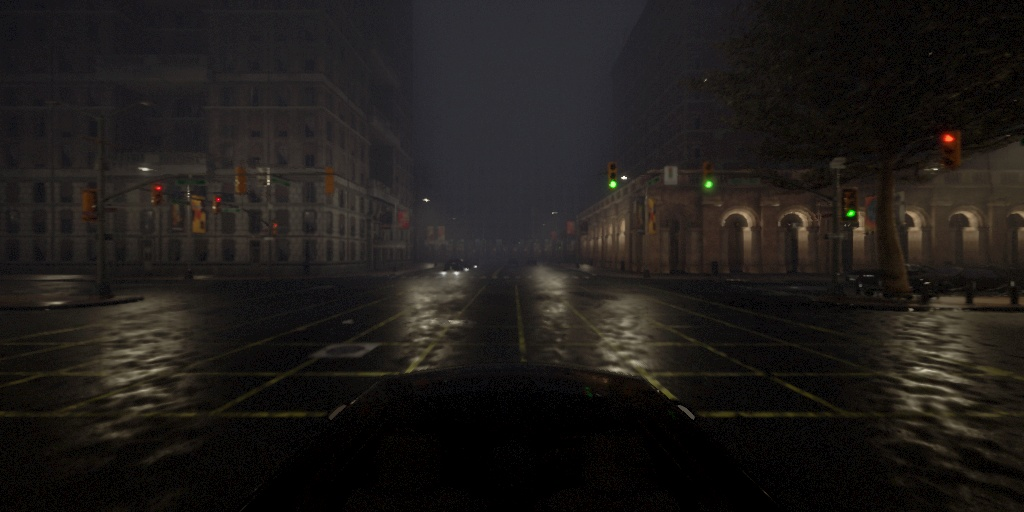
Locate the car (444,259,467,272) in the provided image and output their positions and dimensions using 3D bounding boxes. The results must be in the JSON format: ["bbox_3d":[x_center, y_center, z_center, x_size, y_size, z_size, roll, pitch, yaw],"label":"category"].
[{"bbox_3d":[-7.096,1.109,44.154,1.837,1.490,4.892,0,0,0],"label":"car"}]

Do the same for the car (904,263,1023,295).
[{"bbox_3d":[23.131,1.241,18.522,5.357,1.411,2.033,0,0,0],"label":"car"}]

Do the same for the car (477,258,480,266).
[{"bbox_3d":[-6.870,1.081,64.668,2.033,1.411,5.357,0,0,1],"label":"car"}]

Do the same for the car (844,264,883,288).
[{"bbox_3d":[23.336,1.173,22.021,4.902,1.511,2.128,0,0,0],"label":"car"}]

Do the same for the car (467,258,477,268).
[{"bbox_3d":[-7.012,1.117,54.012,2.033,1.411,5.357,0,0,1],"label":"car"}]

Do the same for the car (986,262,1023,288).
[{"bbox_3d":[32.933,1.174,21.969,4.902,1.511,2.128,0,0,0],"label":"car"}]
